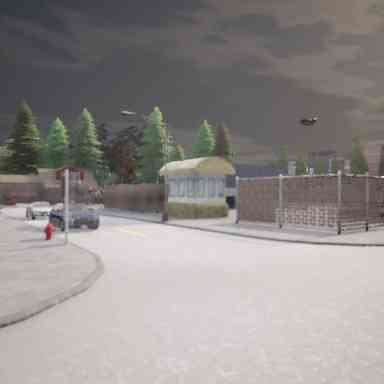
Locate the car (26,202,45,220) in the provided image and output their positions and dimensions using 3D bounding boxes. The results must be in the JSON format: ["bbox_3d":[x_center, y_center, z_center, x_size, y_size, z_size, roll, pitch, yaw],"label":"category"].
[{"bbox_3d":[-13.267,1.595,29.150,1.812,1.442,4.674,0,0,-35],"label":"car"}]

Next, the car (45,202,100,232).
[{"bbox_3d":[-7.394,1.404,20.761,2.097,1.767,4.553,0,0,-35],"label":"car"}]
